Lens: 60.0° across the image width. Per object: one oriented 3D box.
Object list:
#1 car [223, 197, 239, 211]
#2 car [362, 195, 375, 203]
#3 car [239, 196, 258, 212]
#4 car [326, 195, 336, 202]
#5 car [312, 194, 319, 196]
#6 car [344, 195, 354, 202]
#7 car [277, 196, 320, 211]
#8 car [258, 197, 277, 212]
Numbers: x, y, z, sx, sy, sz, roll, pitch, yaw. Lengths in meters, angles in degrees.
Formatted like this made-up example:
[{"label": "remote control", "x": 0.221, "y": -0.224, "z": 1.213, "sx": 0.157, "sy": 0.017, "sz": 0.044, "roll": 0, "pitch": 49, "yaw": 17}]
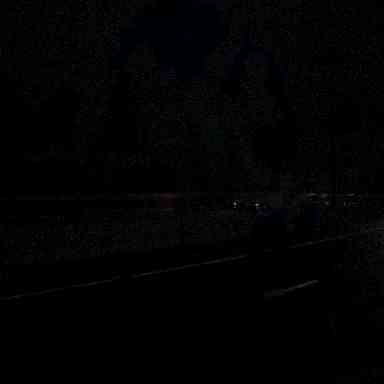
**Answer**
[{"label": "car", "x": 5.882, "y": 1.461, "z": 42.175, "sx": 2.097, "sy": 1.767, "sz": 4.553, "roll": -1, "pitch": 0, "yaw": 42}, {"label": "car", "x": 33.835, "y": 1.332, "z": 63.816, "sx": 1.994, "sy": 1.385, "sz": 4.181, "roll": -1, "pitch": 0, "yaw": 28}, {"label": "car", "x": 8.076, "y": 1.415, "z": 39.393, "sx": 2.097, "sy": 1.767, "sz": 4.553, "roll": -1, "pitch": 0, "yaw": 42}, {"label": "car", "x": 30.228, "y": 1.341, "z": 72.282, "sx": 2.128, "sy": 1.511, "sz": 4.902, "roll": -1, "pitch": 0, "yaw": 26}, {"label": "car", "x": 28.500, "y": 1.338, "z": 76.900, "sx": 1.837, "sy": 1.490, "sz": 4.892, "roll": -1, "pitch": 0, "yaw": 24}, {"label": "car", "x": 33.086, "y": 1.382, "z": 70.135, "sx": 1.895, "sy": 1.301, "sz": 4.718, "roll": -1, "pitch": 0, "yaw": 26}, {"label": "car", "x": 10.390, "y": 1.469, "z": 31.612, "sx": 1.882, "sy": 1.535, "sz": 5.008, "roll": -1, "pitch": 0, "yaw": 44}, {"label": "car", "x": 9.526, "y": 1.501, "z": 35.809, "sx": 1.882, "sy": 1.535, "sz": 5.008, "roll": -1, "pitch": 0, "yaw": 43}]
